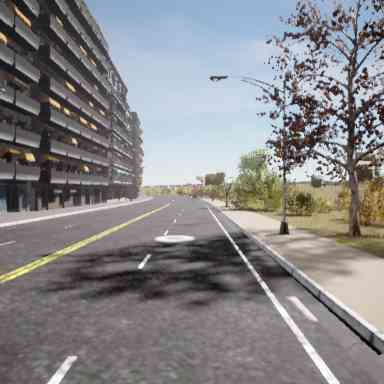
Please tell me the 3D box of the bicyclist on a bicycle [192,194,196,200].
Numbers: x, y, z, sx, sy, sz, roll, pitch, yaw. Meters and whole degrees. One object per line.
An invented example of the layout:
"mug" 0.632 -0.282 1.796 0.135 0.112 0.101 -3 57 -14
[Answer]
"bicyclist on a bicycle" 0.900 1.412 90.593 0.659 1.776 1.843 2 1 -3
